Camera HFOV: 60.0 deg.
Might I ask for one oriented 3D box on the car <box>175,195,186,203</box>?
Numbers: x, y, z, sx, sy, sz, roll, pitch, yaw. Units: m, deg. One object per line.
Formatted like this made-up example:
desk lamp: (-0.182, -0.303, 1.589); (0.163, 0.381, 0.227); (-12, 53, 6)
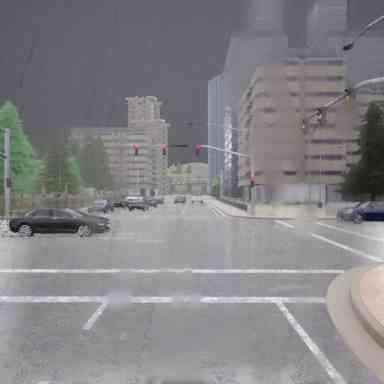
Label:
car: (-2.366, 1.564, 66.529); (1.994, 1.385, 4.181); (0, 0, 1)

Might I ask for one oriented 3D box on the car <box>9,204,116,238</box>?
car: (-6.686, 1.505, 17.061); (4.892, 1.490, 1.837); (0, 0, 1)

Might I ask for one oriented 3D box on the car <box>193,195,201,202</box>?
car: (1.133, 1.521, 76.618); (1.812, 1.442, 4.674); (0, 0, 1)

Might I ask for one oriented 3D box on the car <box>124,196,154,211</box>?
car: (-6.325, 1.547, 40.291); (2.033, 1.411, 5.357); (0, 0, 1)

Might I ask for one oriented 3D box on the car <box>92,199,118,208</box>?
car: (-9.846, 1.526, 36.413); (1.812, 1.442, 4.674); (0, 0, 1)

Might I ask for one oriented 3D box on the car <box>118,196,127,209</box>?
car: (-9.772, 1.601, 45.513); (1.895, 1.301, 4.718); (0, 0, 1)

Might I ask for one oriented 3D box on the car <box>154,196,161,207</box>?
car: (-6.230, 1.564, 49.497); (1.994, 1.385, 4.181); (0, 0, 0)

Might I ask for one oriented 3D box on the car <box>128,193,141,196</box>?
car: (-9.659, 1.221, 55.472); (2.150, 2.045, 5.566); (0, 0, 1)

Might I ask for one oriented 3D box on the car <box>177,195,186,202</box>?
car: (-2.360, 1.478, 77.306); (1.882, 1.535, 5.008); (0, 0, 1)

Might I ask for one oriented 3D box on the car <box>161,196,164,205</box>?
car: (-6.104, 1.477, 59.955); (1.882, 1.535, 5.008); (0, 0, 0)

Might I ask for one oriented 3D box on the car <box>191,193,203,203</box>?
car: (1.038, 1.221, 66.933); (2.150, 2.045, 5.566); (0, 0, 1)

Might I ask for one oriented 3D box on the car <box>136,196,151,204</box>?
car: (-9.510, 1.491, 65.704); (2.128, 1.511, 4.902); (0, 0, 1)

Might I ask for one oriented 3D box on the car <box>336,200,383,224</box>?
car: (12.948, 1.352, 24.084); (4.553, 1.767, 2.097); (0, 0, 1)
